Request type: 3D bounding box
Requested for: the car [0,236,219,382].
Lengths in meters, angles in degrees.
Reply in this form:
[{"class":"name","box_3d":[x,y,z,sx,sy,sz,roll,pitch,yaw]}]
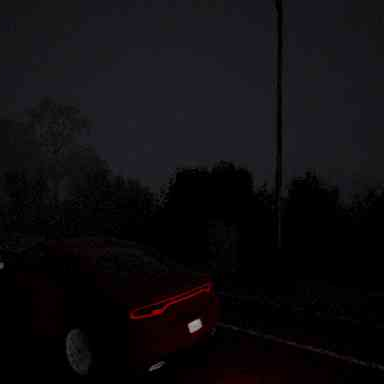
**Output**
[{"class":"car","box_3d":[-1.936,1.489,5.573,5.008,1.535,1.882,0,0,37]}]
